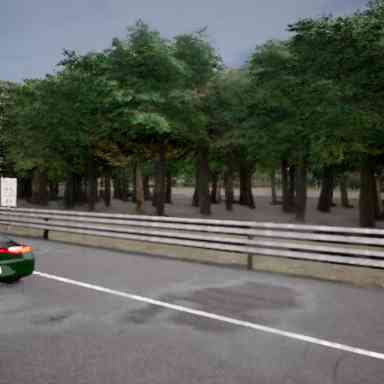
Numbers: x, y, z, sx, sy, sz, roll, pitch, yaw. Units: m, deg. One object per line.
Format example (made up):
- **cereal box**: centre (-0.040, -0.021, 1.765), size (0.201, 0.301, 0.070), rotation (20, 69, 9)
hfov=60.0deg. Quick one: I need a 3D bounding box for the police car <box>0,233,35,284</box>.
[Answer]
- **police car**: centre (-6.148, 1.472, 8.360), size (4.974, 1.542, 2.038), rotation (0, 0, 35)
